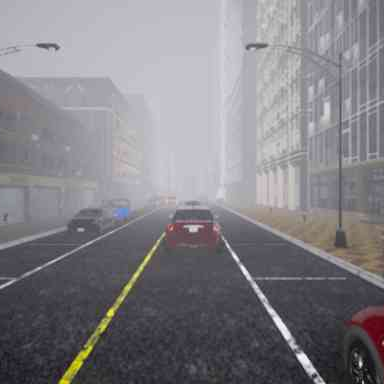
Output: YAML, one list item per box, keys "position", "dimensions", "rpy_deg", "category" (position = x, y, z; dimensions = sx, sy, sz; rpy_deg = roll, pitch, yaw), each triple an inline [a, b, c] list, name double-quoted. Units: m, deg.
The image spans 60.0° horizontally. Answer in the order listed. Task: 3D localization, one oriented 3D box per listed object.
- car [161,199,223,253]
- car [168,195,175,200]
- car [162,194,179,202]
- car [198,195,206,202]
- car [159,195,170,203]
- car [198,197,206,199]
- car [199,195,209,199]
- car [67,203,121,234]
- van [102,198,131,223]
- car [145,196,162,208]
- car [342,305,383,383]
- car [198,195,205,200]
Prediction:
- position: [0.068, 1.353, 13.772]
  dimensions: [2.097, 1.767, 4.553]
  rpy_deg: [0, 0, 0]
  category: "car"
- position: [-5.690, 1.614, 92.621]
  dimensions: [1.947, 1.339, 4.313]
  rpy_deg: [0, 0, 0]
  category: "car"
- position: [-3.075, 1.366, 52.112]
  dimensions: [2.097, 1.767, 4.553]
  rpy_deg: [0, 0, 0]
  category: "car"
- position: [2.362, 1.514, 80.834]
  dimensions: [1.882, 1.535, 5.008]
  rpy_deg: [0, 0, 0]
  category: "car"
- position: [-5.689, 1.467, 70.028]
  dimensions: [1.967, 1.590, 4.097]
  rpy_deg: [0, 0, 0]
  category: "car"
- position: [0.079, 1.482, 30.648]
  dimensions: [1.882, 1.535, 5.008]
  rpy_deg: [0, 0, 0]
  category: "car"
- position: [2.691, 1.553, 70.198]
  dimensions: [1.752, 1.417, 4.829]
  rpy_deg: [0, 0, 0]
  category: "car"
- position: [-5.691, 1.568, 19.190]
  dimensions: [1.947, 1.339, 4.313]
  rpy_deg: [0, 0, 0]
  category: "car"
- position: [-5.690, 1.344, 24.839]
  dimensions: [1.690, 1.788, 3.998]
  rpy_deg: [0, 0, 0]
  category: "van"
- position: [-5.690, 1.592, 47.433]
  dimensions: [1.802, 1.307, 4.206]
  rpy_deg: [0, 0, 0]
  category: "car"
- position: [2.689, 1.441, 2.244]
  dimensions: [1.967, 1.590, 4.097]
  rpy_deg: [0, 0, 0]
  category: "car"
- position: [2.692, 1.615, 92.622]
  dimensions: [1.947, 1.339, 4.313]
  rpy_deg: [0, 0, 0]
  category: "car"
